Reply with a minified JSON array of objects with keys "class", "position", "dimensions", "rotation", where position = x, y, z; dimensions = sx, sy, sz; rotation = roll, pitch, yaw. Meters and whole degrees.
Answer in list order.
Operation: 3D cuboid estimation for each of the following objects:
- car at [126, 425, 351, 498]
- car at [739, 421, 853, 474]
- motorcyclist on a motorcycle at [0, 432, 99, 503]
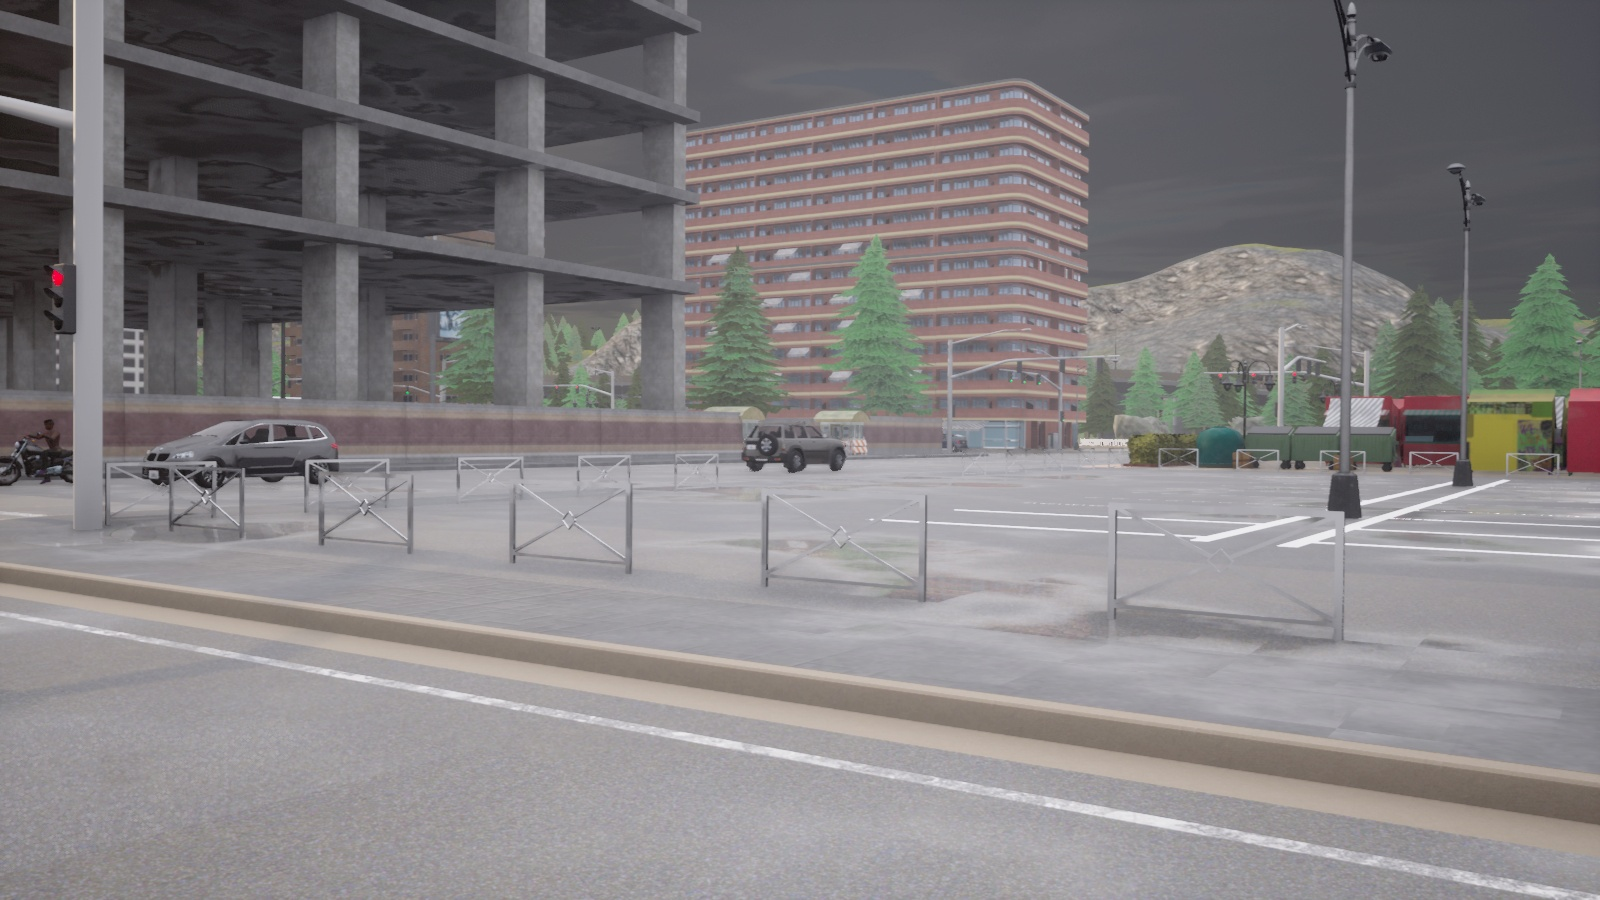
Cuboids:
[{"class":"car","position":[-13.852,0.230,31.264],"dimensions":[2.242,1.667,4.611],"rotation":[0,1,33]},{"class":"car","position":[-0.083,-0.122,45.809],"dimensions":[1.932,1.855,4.605],"rotation":[0,1,33]},{"class":"motorcyclist on a motorcycle","position":[-18.491,0.389,30.579],"dimensions":[0.766,1.649,2.350],"rotation":[0,1,33]}]
